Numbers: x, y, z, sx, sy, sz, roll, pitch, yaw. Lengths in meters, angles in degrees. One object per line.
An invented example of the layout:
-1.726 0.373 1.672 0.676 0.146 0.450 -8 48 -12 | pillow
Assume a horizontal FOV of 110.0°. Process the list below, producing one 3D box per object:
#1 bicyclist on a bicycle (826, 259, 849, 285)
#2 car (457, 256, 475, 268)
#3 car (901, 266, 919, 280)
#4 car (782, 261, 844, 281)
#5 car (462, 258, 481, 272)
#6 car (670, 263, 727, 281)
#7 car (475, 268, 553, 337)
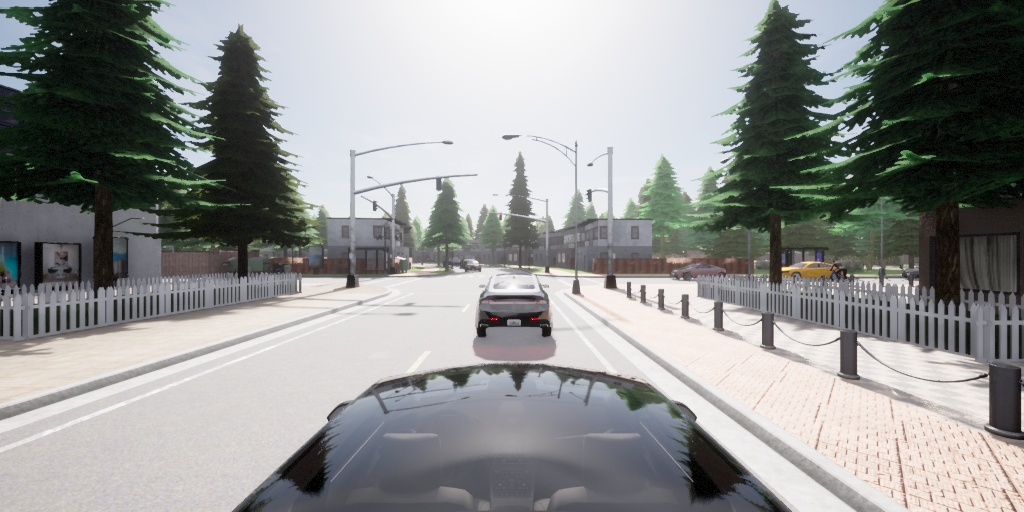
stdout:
19.892 1.035 21.940 0.582 1.620 1.656 0 0 2 | bicyclist on a bicycle
-6.685 0.939 55.156 2.150 2.045 5.566 0 0 -15 | car
34.555 1.240 28.977 4.892 1.490 1.837 0 0 2 | car
24.183 1.212 29.301 5.008 1.535 1.882 0 0 2 | car
-4.930 1.280 45.379 1.994 1.385 4.181 0 0 -7 | car
15.304 1.299 29.558 4.181 1.385 1.994 0 0 2 | car
0.059 1.242 10.259 2.128 1.511 4.902 0 0 0 | car
